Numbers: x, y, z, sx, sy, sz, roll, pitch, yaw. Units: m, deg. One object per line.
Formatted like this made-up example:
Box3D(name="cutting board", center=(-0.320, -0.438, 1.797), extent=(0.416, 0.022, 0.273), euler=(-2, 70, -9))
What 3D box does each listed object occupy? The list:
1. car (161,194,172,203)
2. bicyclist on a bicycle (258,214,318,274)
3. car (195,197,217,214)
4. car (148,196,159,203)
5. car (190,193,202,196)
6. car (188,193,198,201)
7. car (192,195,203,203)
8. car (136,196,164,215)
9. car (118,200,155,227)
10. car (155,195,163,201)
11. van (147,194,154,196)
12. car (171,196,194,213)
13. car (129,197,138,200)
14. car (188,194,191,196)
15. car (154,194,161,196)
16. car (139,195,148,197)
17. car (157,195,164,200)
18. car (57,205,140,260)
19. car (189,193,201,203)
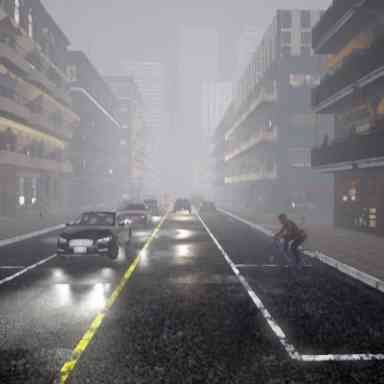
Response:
Box3D(name="car", center=(-5.137, 1.263, 67.920), extent=(2.097, 1.767, 4.553), euler=(0, 0, -2))
Box3D(name="bicyclist on a bicycle", center=(2.614, 1.416, 9.025), extent=(1.656, 1.620, 0.582), euler=(0, 0, -2))
Box3D(name="car", center=(1.614, 1.535, 34.908), extent=(1.802, 1.307, 4.206), euler=(-1, 0, -2))
Box3D(name="car", center=(-7.850, 1.461, 68.263), extent=(2.008, 1.369, 4.403), euler=(-1, 0, -2))
Box3D(name="car", center=(0.890, 1.239, 57.305), extent=(2.192, 1.841, 5.009), euler=(-1, 0, -2))
Box3D(name="car", center=(0.171, 1.211, 79.701), extent=(2.192, 1.841, 5.009), euler=(-1, 0, -2))
Box3D(name="car", center=(1.248, 1.463, 46.277), extent=(1.752, 1.417, 4.829), euler=(-1, 0, -2))
Box3D(name="car", center=(-4.050, 1.461, 32.788), extent=(1.837, 1.490, 4.892), euler=(0, 0, -1))
Box3D(name="car", center=(-3.762, 1.495, 22.392), extent=(1.812, 1.442, 4.674), euler=(0, 0, -1))
Box3D(name="car", center=(-8.382, 1.472, 85.060), extent=(1.802, 1.307, 4.206), euler=(-1, 0, -2))
Box3D(name="van", center=(-7.273, 1.273, 51.466), extent=(1.690, 1.788, 3.998), euler=(-1, 0, -2))
Box3D(name="car", center=(-1.033, 1.456, 35.896), extent=(1.837, 1.490, 4.892), euler=(0, 0, -1))
Box3D(name="car", center=(-6.730, 1.535, 34.669), extent=(1.802, 1.307, 4.206), euler=(-1, 0, -2))
Box3D(name="car", center=(-1.426, 1.462, 47.362), extent=(1.812, 1.442, 4.674), euler=(0, 0, -3))
Box3D(name="car", center=(-7.656, 1.232, 62.663), extent=(2.192, 1.841, 5.009), euler=(-1, 0, -2))
Box3D(name="car", center=(-6.912, 1.386, 40.268), extent=(1.967, 1.590, 4.097), euler=(-1, 0, -2))
Box3D(name="car", center=(-8.562, 1.465, 90.659), extent=(1.802, 1.307, 4.206), euler=(-1, 0, -2))
Box3D(name="car", center=(-3.448, 1.475, 12.469), extent=(2.128, 1.511, 4.902), euler=(0, 0, -2))
Box3D(name="car", center=(0.530, 1.224, 68.503), extent=(2.192, 1.841, 5.009), euler=(-1, 0, -2))
